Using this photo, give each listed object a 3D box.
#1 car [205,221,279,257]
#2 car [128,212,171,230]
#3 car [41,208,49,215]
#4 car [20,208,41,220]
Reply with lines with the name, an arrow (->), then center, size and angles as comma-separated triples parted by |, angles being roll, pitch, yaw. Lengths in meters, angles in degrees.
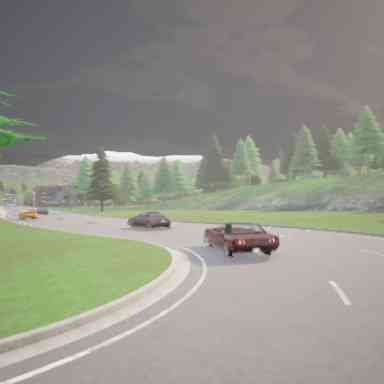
car -> 1.935, 1.940, 14.576 | 1.895, 1.301, 4.718 | -1, -1, -12
car -> -3.629, 2.339, 27.970 | 1.994, 1.385, 4.181 | 0, -2, -43
car -> -28.402, 3.671, 63.102 | 1.994, 1.385, 4.181 | 0, -2, -29
car -> -23.429, 3.106, 47.616 | 1.882, 1.535, 5.008 | 0, -2, -33
